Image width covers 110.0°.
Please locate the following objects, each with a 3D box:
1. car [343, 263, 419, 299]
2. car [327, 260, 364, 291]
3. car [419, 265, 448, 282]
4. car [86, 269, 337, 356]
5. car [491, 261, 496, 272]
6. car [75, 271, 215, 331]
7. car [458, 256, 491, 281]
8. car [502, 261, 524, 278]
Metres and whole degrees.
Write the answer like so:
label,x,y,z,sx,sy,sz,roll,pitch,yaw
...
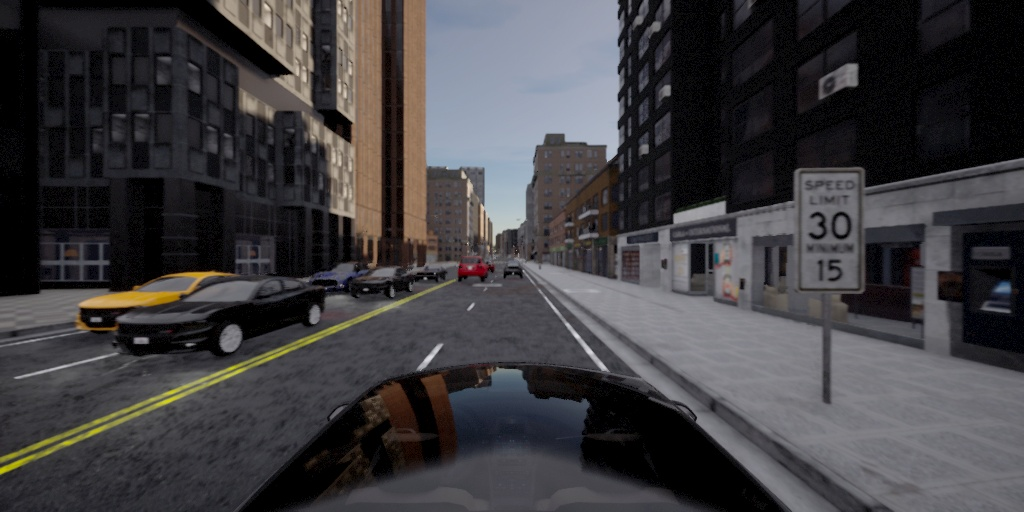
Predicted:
label,x,y,z,sx,sy,sz,roll,pitch,yaw
car,-6.590,1.259,18.693,1.882,1.535,5.008,0,0,0
car,-9.834,1.138,21.087,2.097,1.767,4.553,0,0,0
car,-6.547,1.402,29.337,1.895,1.301,4.718,0,0,0
car,-6.598,1.241,8.883,1.882,1.535,5.008,0,0,0
car,-3.186,1.309,46.767,1.882,1.535,5.008,0,0,0
car,-9.847,1.245,10.993,1.882,1.535,5.008,0,0,0
car,-3.242,1.026,30.490,2.150,2.045,5.566,0,0,0
car,0.105,1.317,34.776,1.837,1.490,4.892,0,0,0
